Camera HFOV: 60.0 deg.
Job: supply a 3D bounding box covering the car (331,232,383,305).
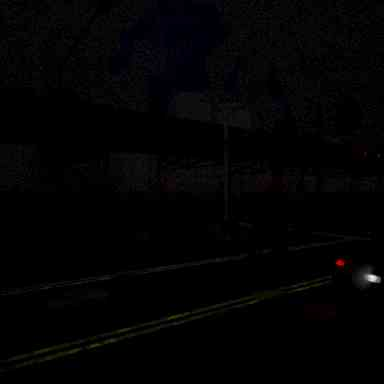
[{"bbox_3d":[4.959,1.564,7.311,4.181,1.385,1.994,0,0,-35],"label":"car"}]
